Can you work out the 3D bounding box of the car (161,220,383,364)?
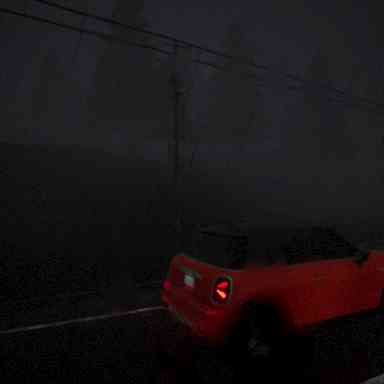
[{"bbox_3d":[1.834,1.305,5.909,4.553,1.767,2.097,-1,0,-28],"label":"car"}]
